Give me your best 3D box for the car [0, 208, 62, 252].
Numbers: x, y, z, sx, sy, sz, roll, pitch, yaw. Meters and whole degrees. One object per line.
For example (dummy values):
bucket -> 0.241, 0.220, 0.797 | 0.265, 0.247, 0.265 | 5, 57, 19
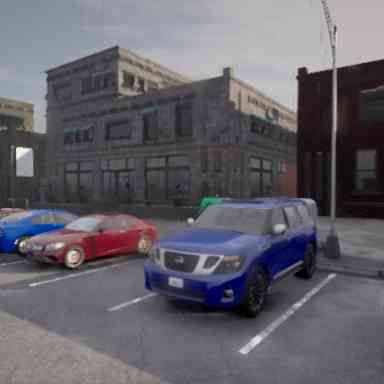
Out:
car -> -5.399, 1.406, 12.797 | 2.097, 1.535, 5.008 | 0, 0, 35

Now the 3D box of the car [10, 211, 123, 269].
car -> -3.149, 1.461, 11.203 | 2.002, 1.452, 4.674 | 0, 0, 35

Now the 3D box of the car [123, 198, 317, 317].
car -> 1.324, 1.205, 7.975 | 2.435, 2.045, 5.566 | 0, 0, 35
